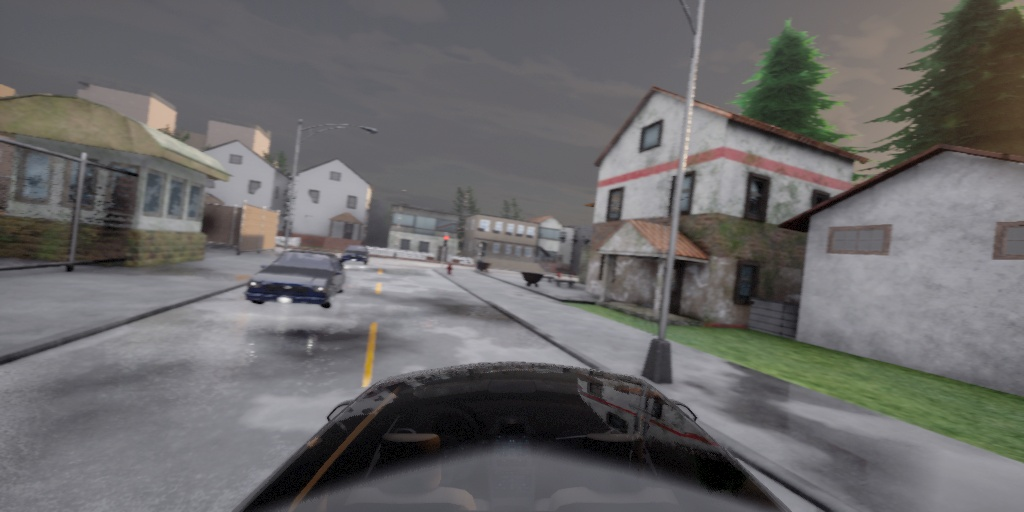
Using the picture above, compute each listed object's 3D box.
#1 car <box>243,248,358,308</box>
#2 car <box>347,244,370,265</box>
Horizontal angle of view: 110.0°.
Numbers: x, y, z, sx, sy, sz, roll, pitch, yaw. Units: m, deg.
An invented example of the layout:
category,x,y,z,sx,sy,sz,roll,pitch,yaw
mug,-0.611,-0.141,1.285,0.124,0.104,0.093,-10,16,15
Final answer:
category,x,y,z,sx,sy,sz,roll,pitch,yaw
car,-6.202,0.551,10.977,2.033,1.411,5.357,7,0,-20
car,-12.334,-0.184,28.537,2.033,1.411,5.357,7,0,-20
